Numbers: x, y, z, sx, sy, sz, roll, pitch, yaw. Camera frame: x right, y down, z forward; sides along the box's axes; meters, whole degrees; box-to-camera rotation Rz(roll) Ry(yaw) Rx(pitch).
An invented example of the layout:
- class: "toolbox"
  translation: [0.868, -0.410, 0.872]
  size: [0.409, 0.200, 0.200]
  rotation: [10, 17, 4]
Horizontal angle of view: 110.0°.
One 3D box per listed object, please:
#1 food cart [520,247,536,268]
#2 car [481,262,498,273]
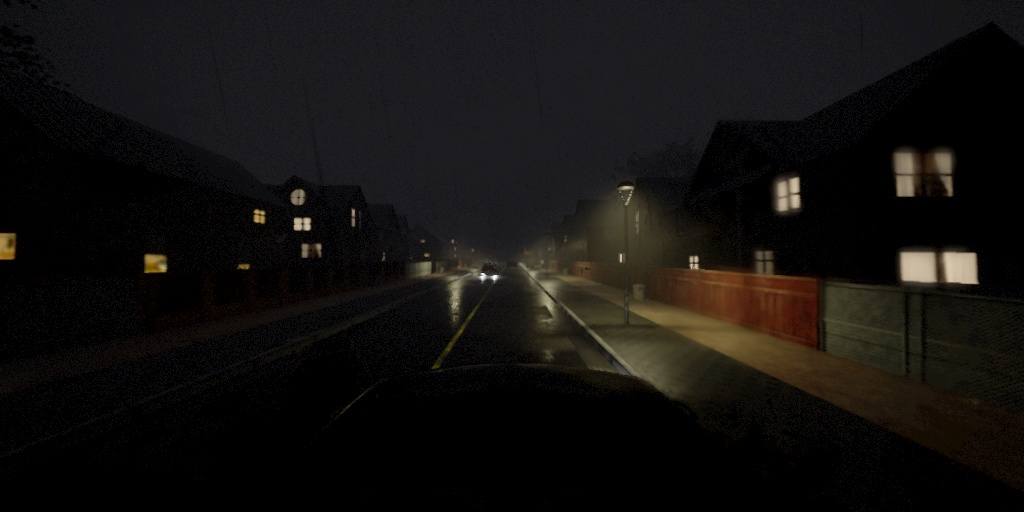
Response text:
- class: "food cart"
  translation: [2.998, 0.394, 59.164]
  size: [2.280, 3.560, 4.660]
  rotation: [0, 0, 0]
- class: "car"
  translation: [-2.843, 1.472, 45.624]
  size: [1.895, 1.301, 4.718]
  rotation: [0, 0, 0]
